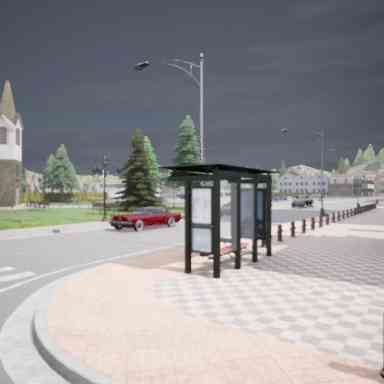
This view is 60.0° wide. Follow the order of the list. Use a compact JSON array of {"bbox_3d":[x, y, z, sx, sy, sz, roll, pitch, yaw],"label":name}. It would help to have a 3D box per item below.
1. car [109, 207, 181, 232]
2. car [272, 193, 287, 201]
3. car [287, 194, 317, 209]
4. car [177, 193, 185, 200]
[{"bbox_3d":[-2.757,1.586,20.332,1.895,1.301,4.718,0,0,35],"label":"car"},{"bbox_3d":[20.183,1.375,77.100,3.633,1.501,1.845,0,0,35],"label":"car"},{"bbox_3d":[15.257,1.464,45.887,1.882,1.535,5.008,0,0,35],"label":"car"},{"bbox_3d":[-1.146,1.343,92.028,4.514,1.523,2.007,0,0,35],"label":"car"}]
